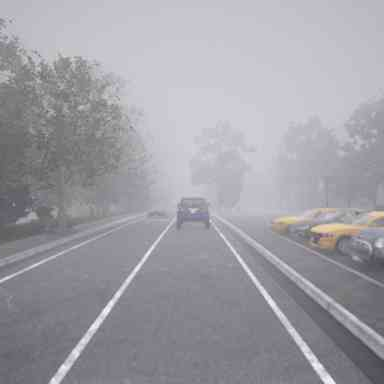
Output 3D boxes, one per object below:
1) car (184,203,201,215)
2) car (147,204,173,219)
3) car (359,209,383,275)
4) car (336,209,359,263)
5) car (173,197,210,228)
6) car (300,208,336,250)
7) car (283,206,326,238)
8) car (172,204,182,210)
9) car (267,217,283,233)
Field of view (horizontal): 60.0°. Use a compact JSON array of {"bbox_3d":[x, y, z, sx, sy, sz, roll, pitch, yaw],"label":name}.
[{"bbox_3d":[0.094,2.185,42.838,2.033,1.411,5.357,0,-2,0],"label":"car"},{"bbox_3d":[-3.354,1.928,33.718,2.033,1.411,5.357,0,-1,0],"label":"car"},{"bbox_3d":[7.050,1.244,7.131,5.566,2.045,2.435,0,0,0],"label":"car"},{"bbox_3d":[7.110,1.375,9.902,4.553,1.767,2.185,0,0,0],"label":"car"},{"bbox_3d":[0.095,1.393,23.549,2.150,2.045,5.566,0,-1,0],"label":"car"},{"bbox_3d":[7.087,1.511,12.679,5.008,1.535,2.097,0,0,0],"label":"car"},{"bbox_3d":[7.087,1.531,15.451,4.892,1.521,2.231,0,0,0],"label":"car"},{"bbox_3d":[-3.261,3.353,74.406,1.994,1.385,4.181,0,-2,0],"label":"car"},{"bbox_3d":[6.897,1.553,18.220,5.366,1.575,1.946,0,0,0],"label":"car"}]
